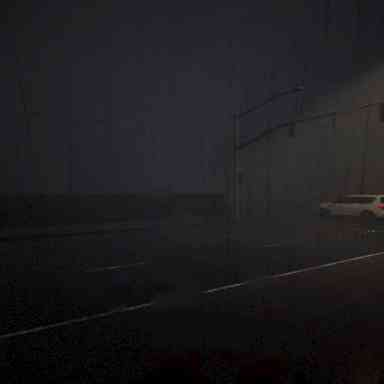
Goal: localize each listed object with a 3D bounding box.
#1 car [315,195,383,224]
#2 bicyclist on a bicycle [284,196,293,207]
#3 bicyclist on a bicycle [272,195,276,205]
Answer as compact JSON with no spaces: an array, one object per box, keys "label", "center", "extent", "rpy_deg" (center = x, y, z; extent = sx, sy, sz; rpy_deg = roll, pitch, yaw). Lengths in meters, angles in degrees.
[{"label":"car","center":[12.215,1.221,25.159],"extent":[2.150,2.045,5.566],"rpy_deg":[0,0,-37]},{"label":"bicyclist on a bicycle","center":[14.422,1.453,49.513],"extent":[1.656,1.620,0.582],"rpy_deg":[0,0,-23]},{"label":"bicyclist on a bicycle","center":[13.420,1.300,54.421],"extent":[0.582,1.620,1.656],"rpy_deg":[0,0,21]}]
